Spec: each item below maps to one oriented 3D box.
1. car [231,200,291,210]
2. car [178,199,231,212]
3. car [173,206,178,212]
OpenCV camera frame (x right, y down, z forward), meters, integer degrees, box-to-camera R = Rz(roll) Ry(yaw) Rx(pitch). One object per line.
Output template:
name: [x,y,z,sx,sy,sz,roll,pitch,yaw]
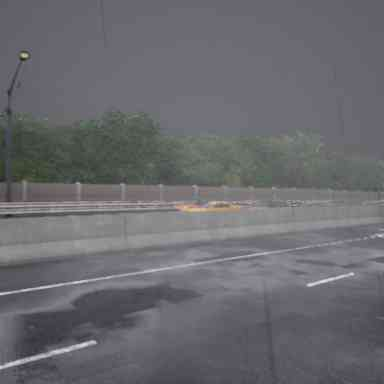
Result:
car: [5.570,1.417,25.122,4.553,1.767,2.097,0,0,-35]
car: [1.676,1.528,26.658,5.008,1.535,1.882,0,0,-35]
car: [0.505,1.409,30.115,4.553,1.767,2.097,0,0,-35]
